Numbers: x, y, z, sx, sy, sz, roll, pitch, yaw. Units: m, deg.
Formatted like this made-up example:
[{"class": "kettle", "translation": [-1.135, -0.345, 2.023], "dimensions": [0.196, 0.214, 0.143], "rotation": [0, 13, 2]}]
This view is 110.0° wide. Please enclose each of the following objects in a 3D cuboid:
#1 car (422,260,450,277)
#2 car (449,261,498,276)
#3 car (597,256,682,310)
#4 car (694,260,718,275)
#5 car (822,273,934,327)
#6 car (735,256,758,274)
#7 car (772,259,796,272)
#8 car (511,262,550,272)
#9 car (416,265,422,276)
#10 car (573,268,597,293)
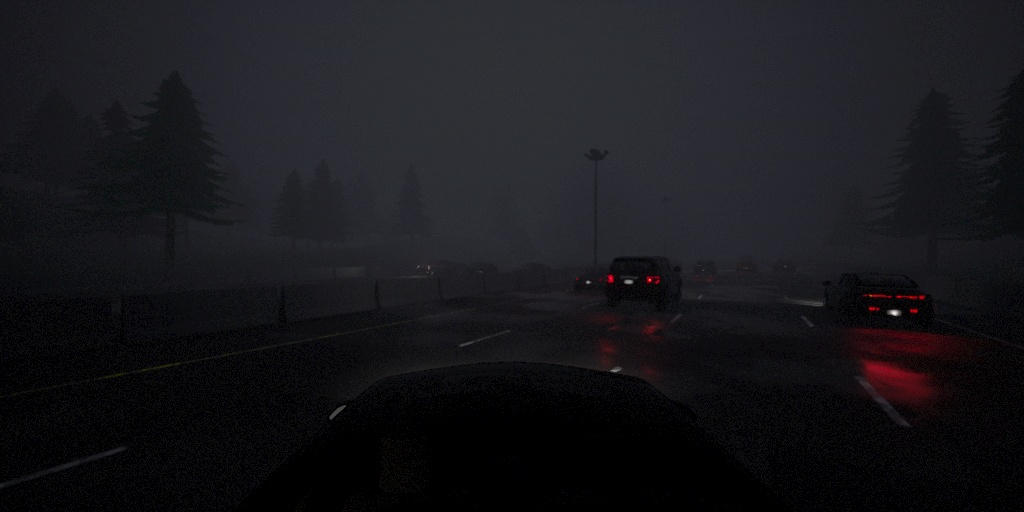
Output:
[{"class": "car", "translation": [-6.148, 1.326, 35.831], "dimensions": [2.128, 1.511, 4.902], "rotation": [0, 0, 33]}, {"class": "car", "translation": [-3.232, 1.315, 33.895], "dimensions": [2.128, 1.511, 4.902], "rotation": [0, 0, 33]}, {"class": "car", "translation": [5.722, 1.022, 15.282], "dimensions": [2.150, 2.045, 5.566], "rotation": [0, 0, 33]}, {"class": "car", "translation": [20.157, 1.118, 37.295], "dimensions": [2.128, 1.511, 4.902], "rotation": [0, 1, 33]}, {"class": "car", "translation": [11.880, 1.283, 11.905], "dimensions": [1.837, 1.490, 4.892], "rotation": [0, 0, 33]}, {"class": "car", "translation": [25.285, 1.038, 38.734], "dimensions": [1.882, 1.535, 5.008], "rotation": [0, 1, 33]}, {"class": "car", "translation": [30.177, 1.059, 39.809], "dimensions": [1.994, 1.385, 4.181], "rotation": [0, 1, 33]}, {"class": "car", "translation": [2.000, 1.332, 35.484], "dimensions": [2.033, 1.411, 5.357], "rotation": [0, 0, 33]}, {"class": "car", "translation": [-8.265, 1.188, 38.983], "dimensions": [2.097, 1.767, 4.553], "rotation": [0, 0, 33]}, {"class": "car", "translation": [5.172, 1.367, 20.824], "dimensions": [1.994, 1.385, 4.181], "rotation": [0, 0, 33]}]
